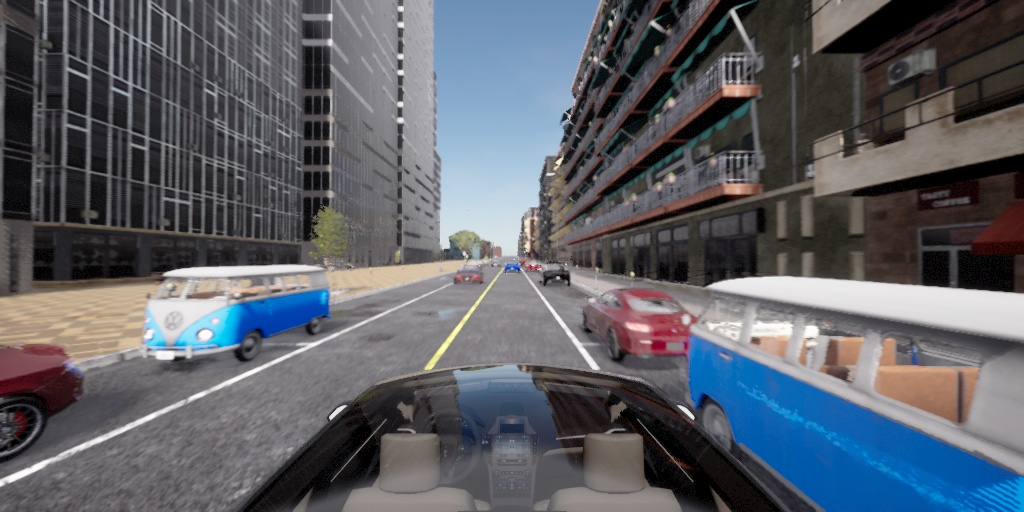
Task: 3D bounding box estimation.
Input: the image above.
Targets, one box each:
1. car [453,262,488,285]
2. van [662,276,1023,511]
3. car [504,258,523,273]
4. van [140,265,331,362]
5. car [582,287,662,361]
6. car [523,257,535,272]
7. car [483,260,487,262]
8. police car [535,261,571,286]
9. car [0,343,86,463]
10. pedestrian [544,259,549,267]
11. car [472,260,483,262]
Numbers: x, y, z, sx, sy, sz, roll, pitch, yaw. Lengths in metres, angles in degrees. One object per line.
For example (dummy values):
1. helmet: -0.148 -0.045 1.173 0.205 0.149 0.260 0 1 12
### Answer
1. car: -3.089 1.373 26.535 1.994 1.385 4.181 0 0 0
2. van: 2.691 1.093 2.349 1.690 1.789 3.998 0 0 0
3. car: 0.056 1.318 45.050 1.882 1.535 5.008 0 0 1
4. van: -5.688 1.108 7.972 1.690 1.789 3.998 0 0 0
5. car: 2.693 1.349 7.996 1.802 1.307 4.207 0 0 0
6. car: 2.702 1.285 47.523 1.967 1.591 4.097 0 0 0
7. car: -5.676 1.412 58.788 2.007 1.370 4.403 0 0 0
8. police car: 3.005 1.233 25.963 1.930 1.638 5.238 0 0 0
9. car: -5.690 1.334 2.326 1.802 1.307 4.207 0 0 0
10. pedestrian: 2.799 1.107 28.971 0.375 1.860 0.375 1 -1 -3
11. car: -5.678 1.379 52.972 1.751 1.417 4.829 0 0 0
